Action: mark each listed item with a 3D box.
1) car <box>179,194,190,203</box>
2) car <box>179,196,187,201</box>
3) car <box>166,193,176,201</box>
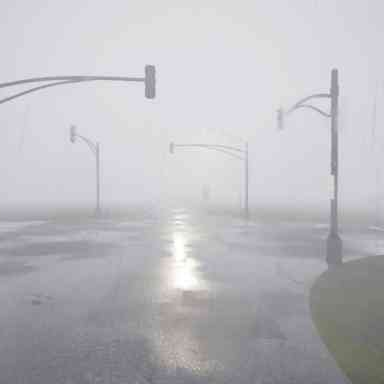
[{"bbox_3d":[-1.617,1.384,69.929,2.097,1.767,4.553,0,0,-3],"label":"car"},{"bbox_3d":[-2.219,1.559,80.003,1.895,1.301,4.718,0,0,-4],"label":"car"},{"bbox_3d":[-4.604,1.013,74.022,2.097,1.767,4.553,0,0,-3],"label":"car"}]
